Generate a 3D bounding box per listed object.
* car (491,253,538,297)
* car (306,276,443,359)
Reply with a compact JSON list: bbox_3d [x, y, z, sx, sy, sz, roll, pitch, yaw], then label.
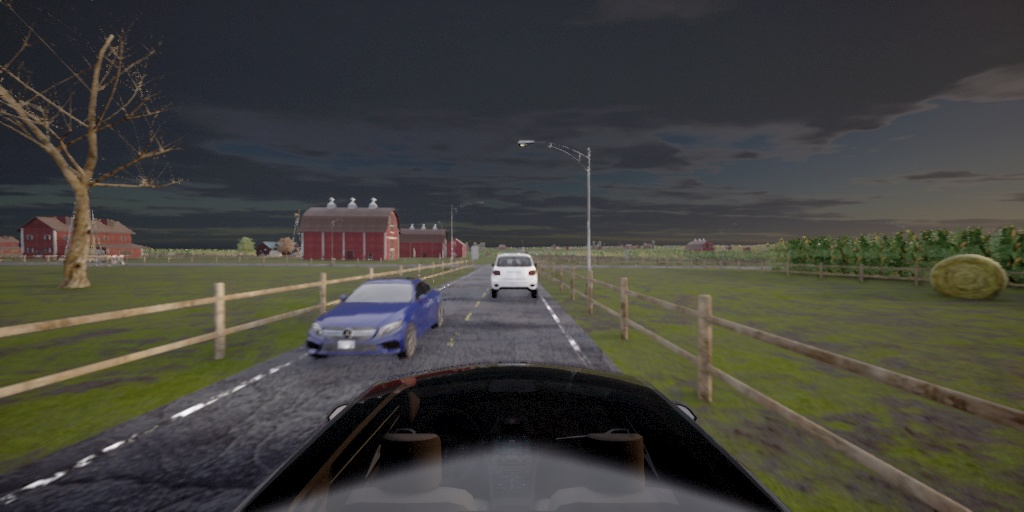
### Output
[{"bbox_3d":[0.103,0.889,18.389,2.150,2.045,5.566,0,0,0],"label":"car"},{"bbox_3d":[-2.834,1.241,8.447,1.812,1.442,4.674,0,0,0],"label":"car"}]
